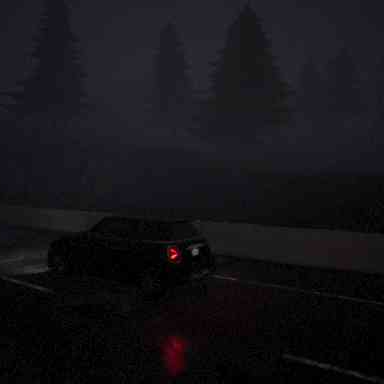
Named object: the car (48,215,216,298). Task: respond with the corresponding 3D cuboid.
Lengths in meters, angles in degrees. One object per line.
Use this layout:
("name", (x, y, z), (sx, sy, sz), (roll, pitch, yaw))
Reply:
("car", (-1.720, 1.379, 8.841), (4.553, 1.767, 2.097), (1, -1, 32))
